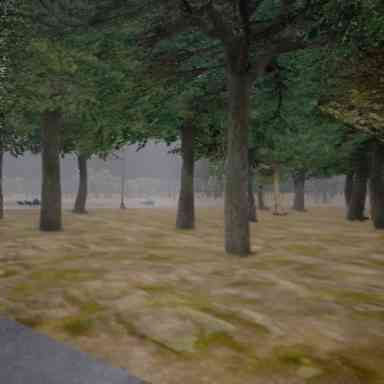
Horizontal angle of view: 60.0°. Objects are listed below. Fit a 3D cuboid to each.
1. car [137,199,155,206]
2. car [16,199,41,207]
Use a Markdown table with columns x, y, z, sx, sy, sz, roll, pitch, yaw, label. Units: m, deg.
| x | y | z | sx | sy | sz | roll | pitch | yaw | label |
| --- | --- | --- | --- | --- | --- | --- | --- | --- | --- |
| -11.076 | 2.400 | 79.782 | 2.097 | 1.767 | 4.553 | 1 | -1 | 37 | car |
| -27.649 | 1.876 | 57.577 | 1.895 | 1.301 | 4.718 | 1 | -1 | 37 | car |
